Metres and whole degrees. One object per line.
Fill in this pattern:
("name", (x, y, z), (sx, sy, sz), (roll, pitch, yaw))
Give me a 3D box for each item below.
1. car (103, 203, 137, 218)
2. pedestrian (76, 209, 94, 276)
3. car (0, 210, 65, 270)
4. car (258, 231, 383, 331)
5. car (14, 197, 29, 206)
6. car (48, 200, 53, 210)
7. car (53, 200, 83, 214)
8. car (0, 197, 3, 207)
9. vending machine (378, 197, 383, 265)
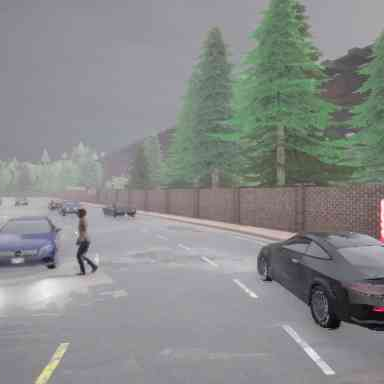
("car", (-6.604, 1.601, 29.923), (1.895, 1.301, 4.718), (0, 0, -28))
("pedestrian", (-2.916, 1.294, 8.923), (0.375, 1.860, 0.375), (0, 0, -14))
("car", (-5.302, 1.526, 10.864), (1.812, 1.442, 4.674), (0, 0, -19))
("car", (2.849, 1.525, 6.884), (1.812, 1.442, 4.674), (0, 0, -7))
("car", (-27.074, 1.494, 52.789), (2.128, 1.511, 4.902), (0, 0, -28))
("car", (-16.707, 1.601, 41.242), (1.895, 1.301, 4.718), (0, 0, -28))
("car", (-11.764, 1.547, 32.121), (2.033, 1.411, 5.357), (0, 0, -28))
("car", (-30.270, 1.540, 51.346), (1.837, 1.490, 4.892), (0, 0, -28))
("vending machine", (6.508, 1.195, 10.191), (1.100, 2.100, 0.880), (0, 0, -12))
